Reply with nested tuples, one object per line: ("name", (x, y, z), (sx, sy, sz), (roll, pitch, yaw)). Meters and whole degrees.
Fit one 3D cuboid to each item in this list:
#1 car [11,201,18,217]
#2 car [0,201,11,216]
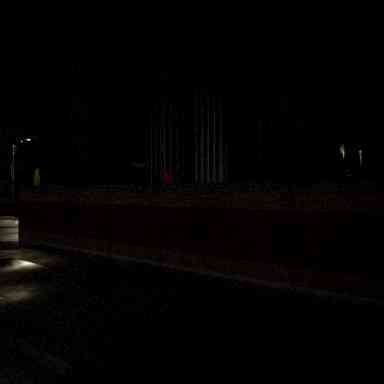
("car", (-12.280, 1.603, 28.845), (2.033, 1.411, 5.357), (0, 0, 37))
("car", (-16.437, 1.547, 29.125), (2.128, 1.511, 4.902), (0, 0, 37))
